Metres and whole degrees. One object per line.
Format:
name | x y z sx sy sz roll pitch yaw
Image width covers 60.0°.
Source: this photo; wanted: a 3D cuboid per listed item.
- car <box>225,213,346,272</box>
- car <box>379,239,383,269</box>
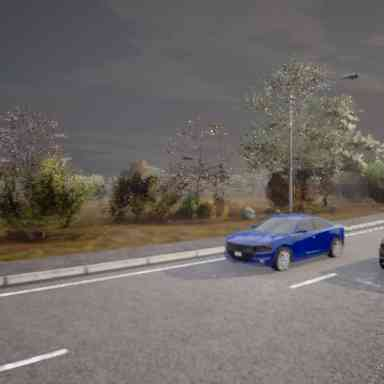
car | 3.243 1.503 11.126 5.008 1.535 1.882 0 0 -40
car | 7.432 1.498 10.083 5.008 1.535 1.882 0 0 -41
